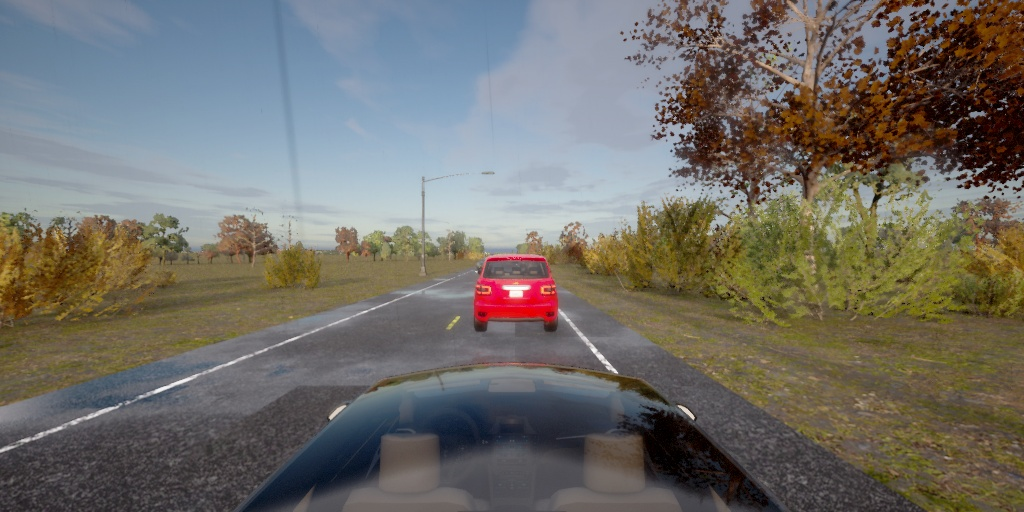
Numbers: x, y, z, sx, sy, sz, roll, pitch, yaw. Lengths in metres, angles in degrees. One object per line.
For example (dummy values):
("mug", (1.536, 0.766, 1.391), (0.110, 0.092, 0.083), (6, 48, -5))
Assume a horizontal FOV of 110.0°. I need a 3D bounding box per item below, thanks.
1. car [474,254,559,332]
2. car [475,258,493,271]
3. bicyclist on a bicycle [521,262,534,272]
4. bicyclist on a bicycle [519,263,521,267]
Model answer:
("car", (0.092, 0.975, 11.025), (2.150, 2.045, 5.566), (0, 0, 0))
("car", (-3.805, 1.122, 49.457), (2.097, 1.767, 4.553), (0, 0, 0))
("bicyclist on a bicycle", (0.943, 1.126, 18.731), (0.659, 1.776, 1.843), (0, 0, 0))
("bicyclist on a bicycle", (0.904, 1.130, 28.744), (0.659, 1.776, 1.843), (0, 0, 0))
